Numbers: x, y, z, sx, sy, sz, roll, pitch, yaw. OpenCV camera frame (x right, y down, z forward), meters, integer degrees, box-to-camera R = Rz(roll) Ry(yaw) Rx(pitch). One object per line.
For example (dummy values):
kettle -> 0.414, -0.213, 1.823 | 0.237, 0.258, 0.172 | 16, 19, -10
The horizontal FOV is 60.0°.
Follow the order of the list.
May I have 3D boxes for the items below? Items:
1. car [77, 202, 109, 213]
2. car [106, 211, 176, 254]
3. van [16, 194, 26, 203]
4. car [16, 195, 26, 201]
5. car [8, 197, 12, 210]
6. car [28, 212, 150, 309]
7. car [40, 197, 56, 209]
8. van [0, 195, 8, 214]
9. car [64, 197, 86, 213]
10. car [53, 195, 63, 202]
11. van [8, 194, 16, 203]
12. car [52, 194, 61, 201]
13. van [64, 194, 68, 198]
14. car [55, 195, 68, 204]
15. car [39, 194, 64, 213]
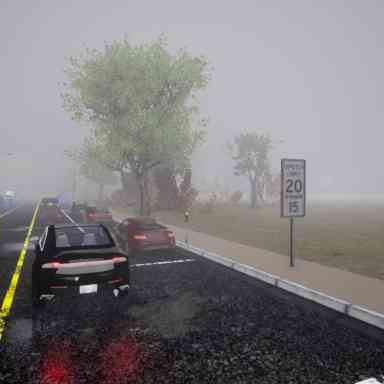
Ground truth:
car -> -6.525, 1.563, 22.742 | 1.802, 1.307, 4.206 | -1, 0, -24
car -> -1.940, 1.569, 12.650 | 1.802, 1.307, 4.206 | -1, 0, -24
van -> -36.515, 1.313, 69.904 | 1.690, 1.788, 3.998 | -1, 0, -24
car -> -41.070, 1.511, 80.022 | 1.887, 1.381, 4.507 | -1, 0, -24
car -> -22.842, 1.570, 39.554 | 1.802, 1.307, 4.206 | -1, 0, -24
car -> -2.817, 1.486, 8.058 | 2.128, 1.511, 4.902 | 0, 0, -24
car -> -19.669, 1.452, 45.472 | 1.882, 1.535, 5.008 | 0, 0, -24
van -> -20.567, 1.332, 34.495 | 1.690, 1.788, 3.998 | -1, 0, -24
car -> -11.161, 1.527, 32.808 | 2.008, 1.369, 4.403 | -1, 0, -24
car -> -31.642, 1.517, 78.280 | 1.947, 1.339, 4.313 | -1, 0, -24
van -> -25.124, 1.327, 44.611 | 1.690, 1.788, 3.998 | -1, 0, -24
car -> -33.919, 1.389, 83.331 | 1.967, 1.590, 4.097 | -1, 0, -24
van -> -22.542, 1.304, 58.068 | 1.690, 1.788, 3.998 | -1, 0, -24
car -> -24.816, 1.401, 63.121 | 1.967, 1.590, 4.097 | -1, 0, -24
car -> -15.404, 1.331, 36.131 | 2.097, 1.767, 4.553 | 0, 0, -24
